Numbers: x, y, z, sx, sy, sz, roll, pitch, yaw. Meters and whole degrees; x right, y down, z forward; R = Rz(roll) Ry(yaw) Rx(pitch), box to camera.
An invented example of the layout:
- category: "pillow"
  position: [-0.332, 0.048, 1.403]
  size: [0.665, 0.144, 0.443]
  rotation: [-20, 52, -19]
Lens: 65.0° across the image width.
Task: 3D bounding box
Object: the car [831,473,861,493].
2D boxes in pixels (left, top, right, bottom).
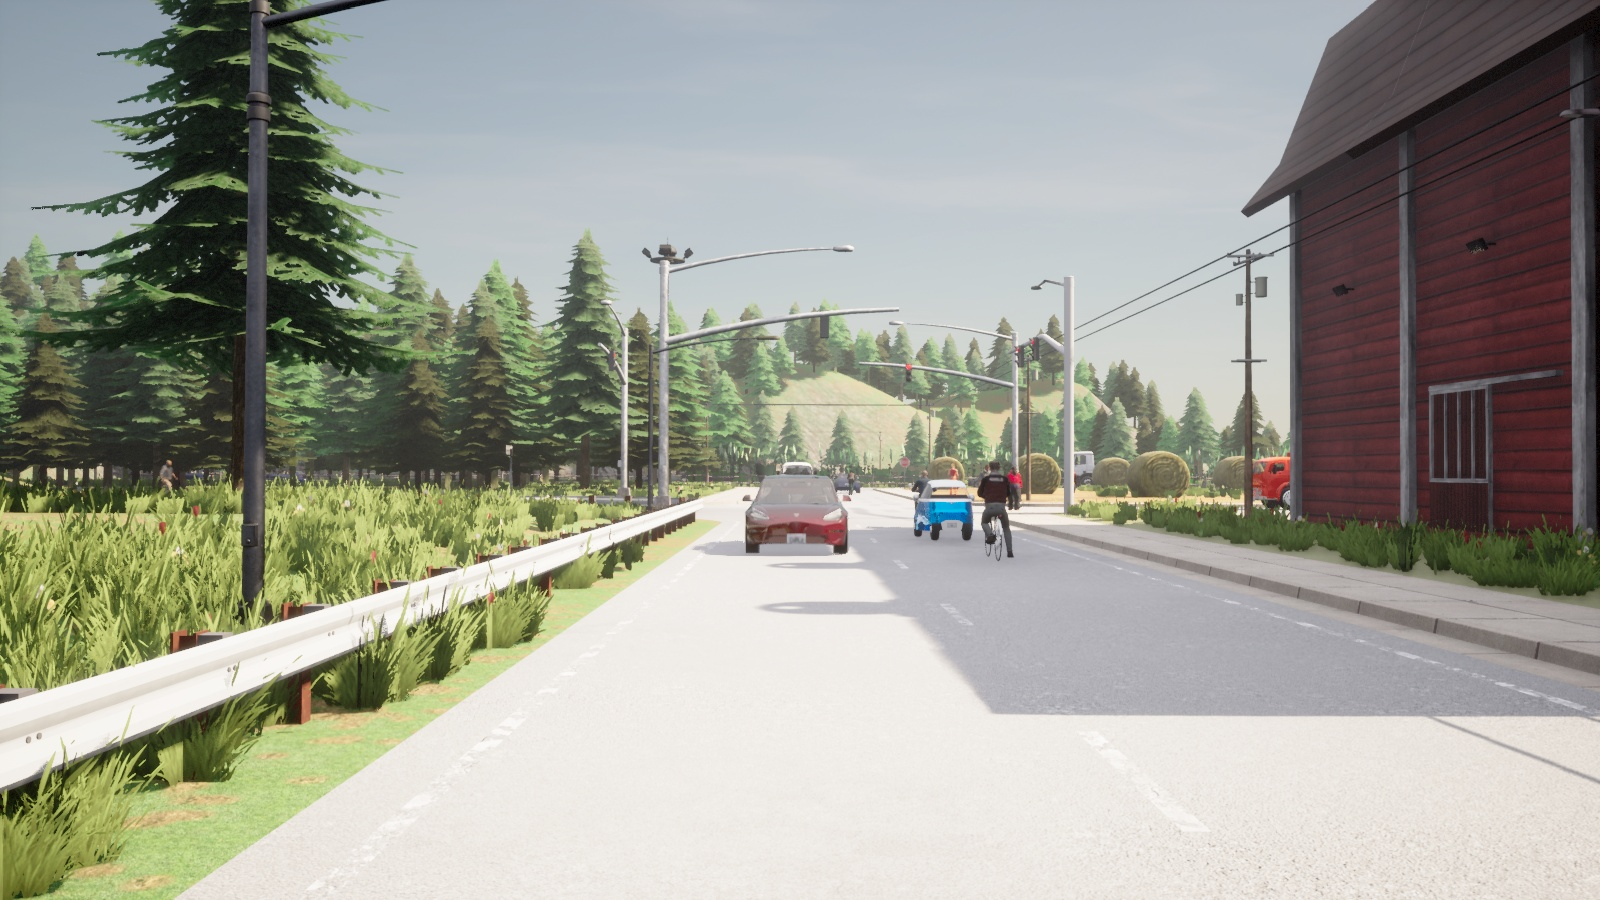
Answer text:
- category: "car"
  position: [3.305, 2.377, 90.204]
  size: [1.994, 1.385, 4.181]
  rotation: [0, -1, 0]

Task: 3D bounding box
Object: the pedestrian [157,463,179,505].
- category: "pedestrian"
  position: [-27.822, 1.487, 55.263]
  size: [0.694, 1.848, 0.540]
  rotation: [0, -1, 1]

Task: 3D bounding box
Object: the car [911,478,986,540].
- category: "car"
  position: [3.436, 1.348, 29.386]
  size: [1.481, 1.376, 2.207]
  rotation: [0, -1, 0]

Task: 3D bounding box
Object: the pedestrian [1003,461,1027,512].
- category: "pedestrian"
  position: [7.906, 1.328, 46.145]
  size: [0.634, 1.844, 0.899]
  rotation: [0, -1, -5]

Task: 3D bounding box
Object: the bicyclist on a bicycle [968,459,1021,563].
- category: "bicyclist on a bicycle"
  position: [3.450, 1.047, 22.406]
  size: [0.659, 1.776, 1.843]
  rotation: [0, -1, 0]

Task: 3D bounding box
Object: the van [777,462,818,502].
- category: "van"
  position: [-0.147, 1.652, 66.455]
  size: [2.069, 2.038, 4.480]
  rotation: [0, -1, 0]

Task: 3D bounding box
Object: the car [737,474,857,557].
- category: "car"
  position: [-0.053, 1.236, 25.133]
  size: [2.163, 1.488, 4.792]
  rotation: [0, -1, 0]

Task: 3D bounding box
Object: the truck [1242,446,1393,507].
- category: "truck"
  position: [21.534, 1.089, 52.427]
  size: [5.204, 2.467, 2.627]
  rotation: [0, -1, -1]
